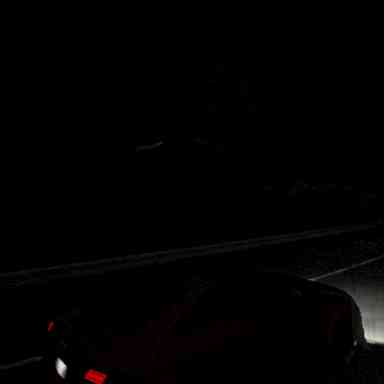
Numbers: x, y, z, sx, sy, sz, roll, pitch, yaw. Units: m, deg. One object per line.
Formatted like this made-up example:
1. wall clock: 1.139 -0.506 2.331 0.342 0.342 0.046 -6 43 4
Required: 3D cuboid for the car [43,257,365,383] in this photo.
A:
1. car: 0.395 1.573 4.263 4.181 1.385 1.994 0 0 -37
